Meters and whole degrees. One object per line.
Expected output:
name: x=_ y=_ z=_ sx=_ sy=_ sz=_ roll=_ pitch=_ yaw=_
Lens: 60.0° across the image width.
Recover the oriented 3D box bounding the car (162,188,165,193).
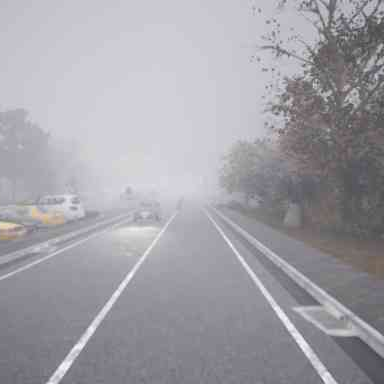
car: x=-10.158 y=0.337 z=85.778 sx=4.792 sy=1.488 sz=2.163 roll=0 pitch=2 yaw=0

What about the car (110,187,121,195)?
car: x=-22.998 y=0.101 z=91.230 sx=5.366 sy=1.575 sz=1.946 roll=0 pitch=2 yaw=0

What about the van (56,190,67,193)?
van: x=-23.214 y=0.560 z=57.890 sx=4.442 sy=1.987 sz=1.878 roll=1 pitch=0 yaw=0

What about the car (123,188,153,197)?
car: x=-10.265 y=0.634 z=63.483 sx=4.553 sy=1.767 sz=2.185 roll=0 pitch=0 yaw=0

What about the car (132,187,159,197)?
car: x=-10.236 y=0.455 z=69.053 sx=5.566 sy=2.045 sz=2.435 roll=0 pitch=1 yaw=0

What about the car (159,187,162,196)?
car: x=-10.124 y=0.353 z=80.201 sx=4.553 sy=1.767 sz=2.185 roll=0 pitch=2 yaw=0

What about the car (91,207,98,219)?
car: x=-10.128 y=1.497 z=25.326 sx=5.008 sy=1.535 sz=2.097 roll=0 pitch=0 yaw=0

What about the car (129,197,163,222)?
car: x=-3.302 y=1.419 z=25.720 sx=2.128 sy=1.511 sz=4.902 roll=0 pitch=0 yaw=0

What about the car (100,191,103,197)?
car: x=-23.233 y=0.643 z=74.505 sx=4.792 sy=1.488 sz=2.163 roll=0 pitch=1 yaw=0

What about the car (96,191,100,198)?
car: x=-23.460 y=0.658 z=71.850 sx=5.366 sy=1.575 sz=1.946 roll=0 pitch=1 yaw=0

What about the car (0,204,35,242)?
car: x=-9.980 y=1.468 z=14.221 sx=5.366 sy=1.575 sz=1.946 roll=0 pitch=0 yaw=0

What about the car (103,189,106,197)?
car: x=-23.244 y=0.549 z=77.295 sx=5.008 sy=1.535 sz=2.097 roll=0 pitch=1 yaw=0

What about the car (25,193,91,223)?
car: x=-10.162 y=1.239 z=22.551 sx=5.566 sy=2.045 sz=2.435 roll=0 pitch=0 yaw=0

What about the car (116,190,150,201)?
car: x=-10.231 y=0.818 z=57.914 sx=4.792 sy=1.488 sz=2.163 roll=0 pitch=0 yaw=0

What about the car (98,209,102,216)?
car: x=-10.083 y=1.533 z=28.102 sx=4.792 sy=1.488 sz=2.163 roll=0 pitch=0 yaw=0

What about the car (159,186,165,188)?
car: x=-10.147 y=0.084 z=88.559 sx=4.553 sy=1.767 sz=2.185 roll=0 pitch=2 yaw=0

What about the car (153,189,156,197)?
car: x=-10.216 y=0.738 z=66.263 sx=5.008 sy=1.535 sz=2.097 roll=0 pitch=1 yaw=0

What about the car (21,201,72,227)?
car: x=-10.330 y=1.481 z=19.774 sx=5.366 sy=1.575 sz=1.946 roll=0 pitch=0 yaw=0

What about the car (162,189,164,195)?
car: x=-10.113 y=0.426 z=82.992 sx=4.792 sy=1.488 sz=2.163 roll=0 pitch=2 yaw=0

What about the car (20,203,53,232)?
car: x=-10.161 y=1.479 z=16.997 sx=4.892 sy=1.521 sz=2.231 roll=0 pitch=0 yaw=0

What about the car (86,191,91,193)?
car: x=-23.330 y=0.763 z=66.263 sx=4.792 sy=1.488 sz=2.163 roll=0 pitch=0 yaw=0

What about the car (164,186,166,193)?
car: x=-10.134 y=-0.023 z=91.337 sx=4.553 sy=1.767 sz=2.185 roll=0 pitch=2 yaw=0

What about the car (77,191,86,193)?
car: x=-23.317 y=0.795 z=63.351 sx=4.674 sy=1.452 sz=2.002 roll=0 pitch=0 yaw=0

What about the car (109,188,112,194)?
car: x=-23.216 y=0.394 z=83.001 sx=4.892 sy=1.521 sz=2.231 roll=0 pitch=2 yaw=0

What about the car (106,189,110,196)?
car: x=-23.231 y=0.478 z=80.084 sx=5.008 sy=1.535 sz=2.097 roll=0 pitch=2 yaw=0

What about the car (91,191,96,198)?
car: x=-23.473 y=0.699 z=69.055 sx=5.366 sy=1.575 sz=1.946 roll=0 pitch=1 yaw=0

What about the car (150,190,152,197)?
car: x=-10.276 y=0.804 z=60.698 sx=4.792 sy=1.488 sz=2.163 roll=0 pitch=0 yaw=0
